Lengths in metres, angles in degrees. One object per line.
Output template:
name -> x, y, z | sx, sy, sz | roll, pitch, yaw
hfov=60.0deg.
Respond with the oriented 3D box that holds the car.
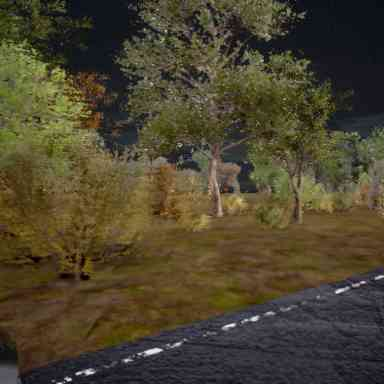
car -> -3.190, 1.495, 1.078 | 4.902, 1.511, 2.128 | 0, 0, -35
